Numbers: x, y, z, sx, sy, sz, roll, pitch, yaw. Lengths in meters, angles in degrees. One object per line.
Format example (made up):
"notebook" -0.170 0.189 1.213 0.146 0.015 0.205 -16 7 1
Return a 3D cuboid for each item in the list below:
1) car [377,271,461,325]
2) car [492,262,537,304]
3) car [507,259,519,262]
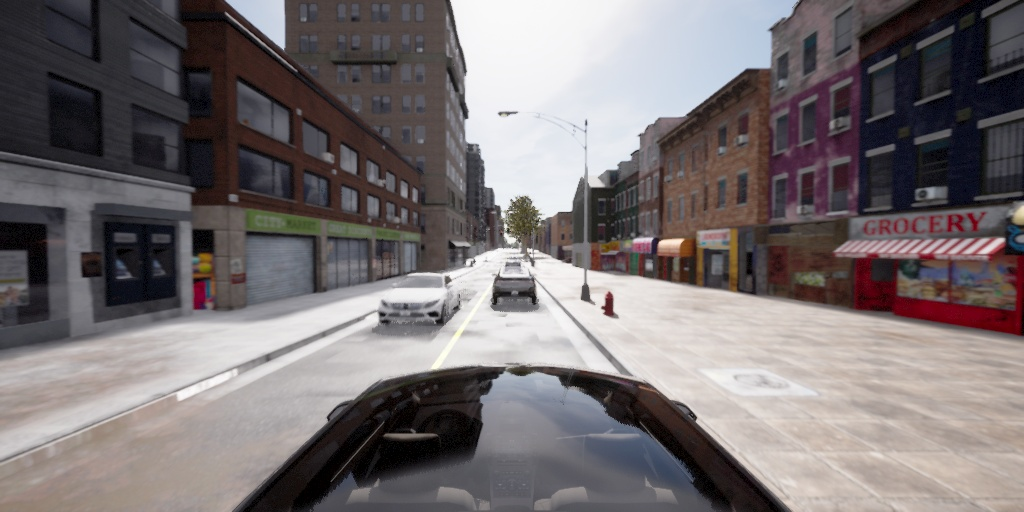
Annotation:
"car" -2.833 1.260 11.868 1.812 1.442 4.674 0 0 0
"car" 0.104 1.213 16.270 2.128 1.511 4.902 0 0 0
"car" 0.114 1.058 42.194 2.128 1.511 4.902 0 0 0
